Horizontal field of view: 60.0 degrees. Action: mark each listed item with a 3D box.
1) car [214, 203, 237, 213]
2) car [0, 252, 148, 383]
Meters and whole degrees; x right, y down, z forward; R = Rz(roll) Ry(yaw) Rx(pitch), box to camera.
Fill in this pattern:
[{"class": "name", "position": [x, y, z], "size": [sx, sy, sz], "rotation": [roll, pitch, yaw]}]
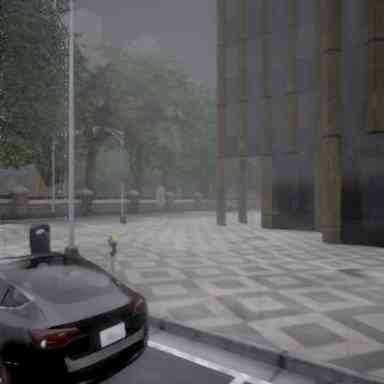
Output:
[{"class": "car", "position": [5.210, 2.425, 50.819], "size": [1.837, 1.490, 4.892], "rotation": [0, -2, 36]}, {"class": "car", "position": [-2.539, 1.559, 4.776], "size": [4.313, 1.339, 1.947], "rotation": [0, 0, 35]}]
